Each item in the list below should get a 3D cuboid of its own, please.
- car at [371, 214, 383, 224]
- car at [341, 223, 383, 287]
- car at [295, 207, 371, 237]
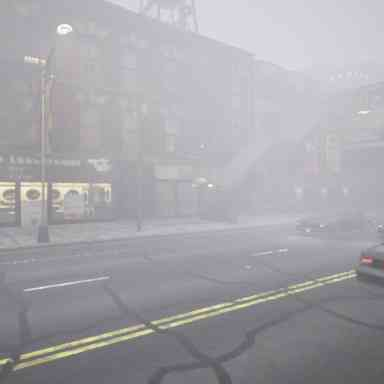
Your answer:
[{"bbox_3d":[10.775,1.525,15.949,4.674,1.442,1.812,0,0,-35],"label":"car"},{"bbox_3d":[6.124,1.547,8.099,5.357,1.411,2.033,0,0,-35],"label":"car"},{"bbox_3d":[7.992,1.547,18.265,5.357,1.411,2.033,0,0,-35],"label":"car"}]
